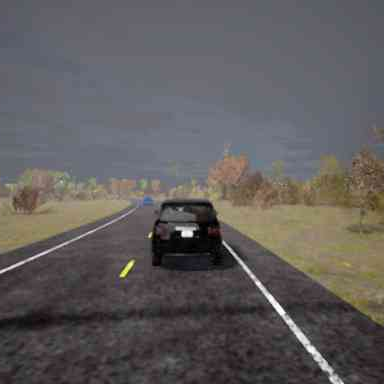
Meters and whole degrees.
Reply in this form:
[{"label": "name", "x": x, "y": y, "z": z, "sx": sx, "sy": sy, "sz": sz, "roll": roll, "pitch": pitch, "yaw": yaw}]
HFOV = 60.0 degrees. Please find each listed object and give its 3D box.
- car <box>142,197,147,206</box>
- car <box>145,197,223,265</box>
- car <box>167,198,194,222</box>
[{"label": "car", "x": -7.784, "y": 1.650, "z": 58.682, "sx": 1.882, "sy": 1.535, "sz": 5.008, "roll": 0, "pitch": 0, "yaw": -7}, {"label": "car", "x": -0.199, "y": 1.240, "z": 11.865, "sx": 2.150, "sy": 2.045, "sz": 5.566, "roll": 0, "pitch": 0, "yaw": -1}, {"label": "car", "x": -0.993, "y": 1.403, "z": 27.914, "sx": 2.097, "sy": 1.767, "sz": 4.553, "roll": 0, "pitch": 0, "yaw": -3}]
